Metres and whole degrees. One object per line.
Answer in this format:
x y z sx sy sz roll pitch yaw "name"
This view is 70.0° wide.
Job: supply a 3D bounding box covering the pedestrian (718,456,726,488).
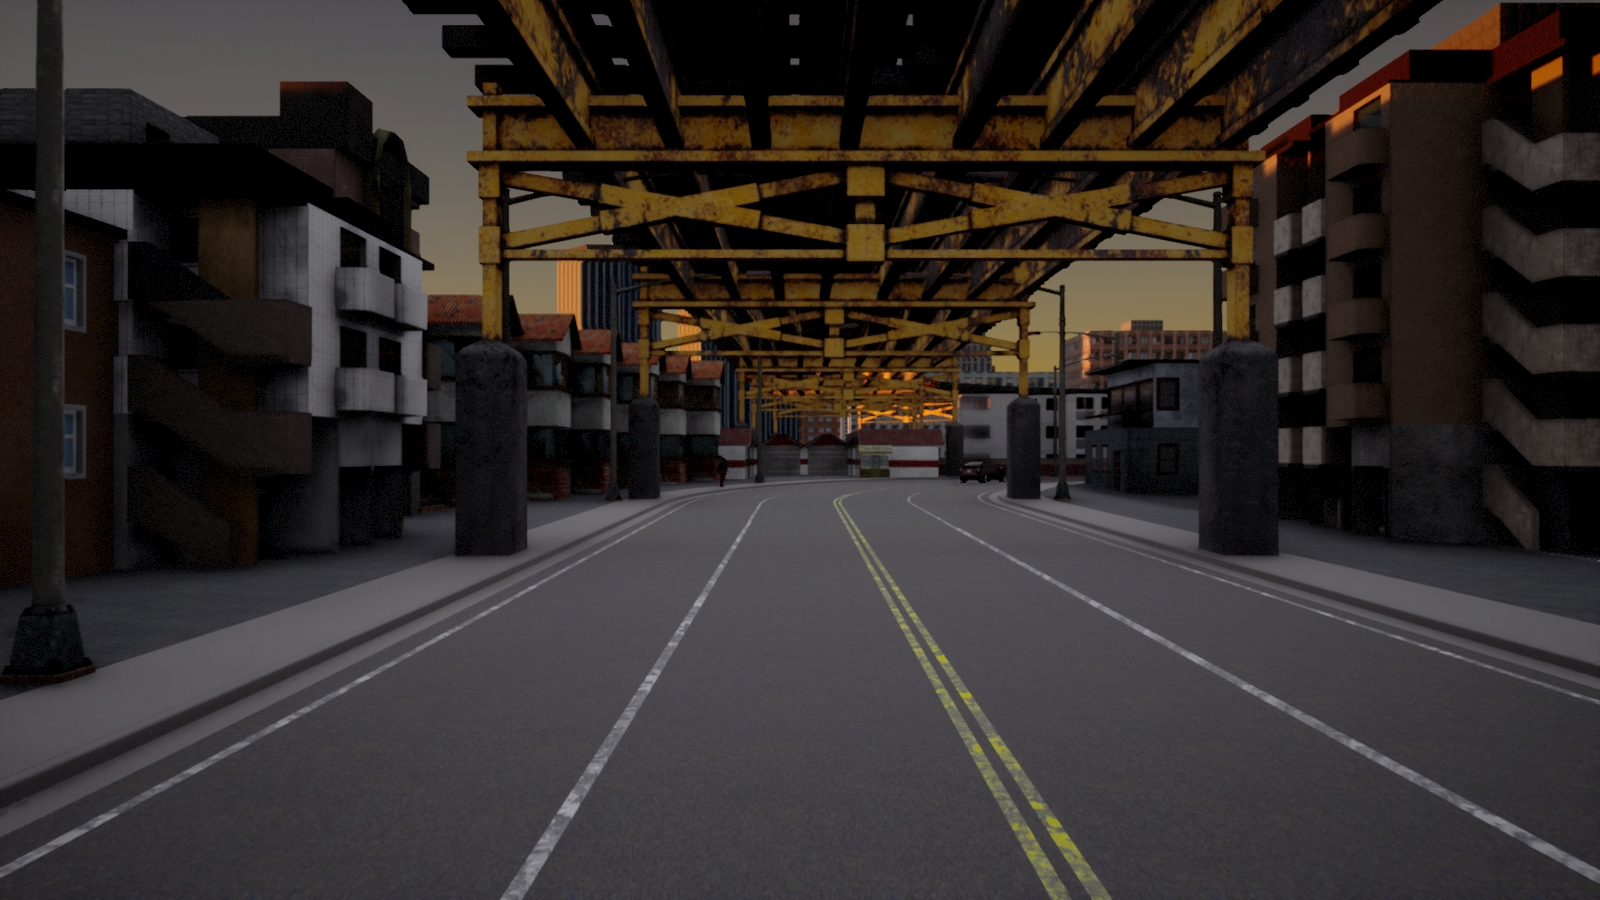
-4.604 1.297 67.677 0.375 1.860 0.375 0 0 21 "pedestrian"
